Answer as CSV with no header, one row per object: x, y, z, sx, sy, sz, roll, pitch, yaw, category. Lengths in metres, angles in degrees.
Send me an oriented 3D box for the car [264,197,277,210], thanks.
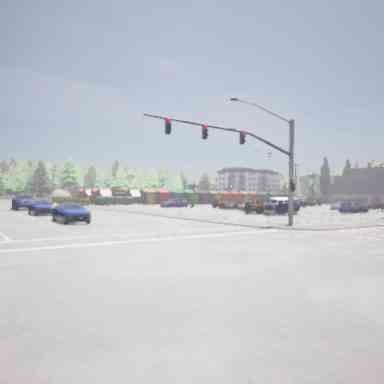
14.483,2.077,67.761,4.605,1.855,1.932,1,-1,-35,car

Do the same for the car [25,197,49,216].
-15.278,1.568,33.814,1.882,1.535,5.008,1,-1,-36,car

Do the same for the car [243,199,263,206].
12.859,2.289,70.160,3.905,1.438,1.784,1,-1,-35,car

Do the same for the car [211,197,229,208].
5.399,1.810,54.530,4.605,1.855,1.932,1,-1,-35,car

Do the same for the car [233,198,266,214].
8.659,2.052,50.003,3.806,1.475,1.970,1,-1,-35,car

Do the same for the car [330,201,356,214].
24.316,2.318,54.019,3.806,1.475,1.970,1,-1,-35,car

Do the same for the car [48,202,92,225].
-9.214,1.567,25.368,1.882,1.535,5.008,1,-1,-36,car

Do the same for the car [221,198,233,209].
6.988,2.021,52.366,3.905,1.438,1.784,1,-1,-35,car

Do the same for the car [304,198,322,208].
28.769,2.390,77.899,3.866,1.878,1.905,1,-1,-35,car

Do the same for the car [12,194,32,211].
-21.620,1.314,42.682,2.150,2.045,5.566,1,-1,-35,car

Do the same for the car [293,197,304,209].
27.102,2.629,80.266,3.806,1.475,1.970,1,-1,-35,car
